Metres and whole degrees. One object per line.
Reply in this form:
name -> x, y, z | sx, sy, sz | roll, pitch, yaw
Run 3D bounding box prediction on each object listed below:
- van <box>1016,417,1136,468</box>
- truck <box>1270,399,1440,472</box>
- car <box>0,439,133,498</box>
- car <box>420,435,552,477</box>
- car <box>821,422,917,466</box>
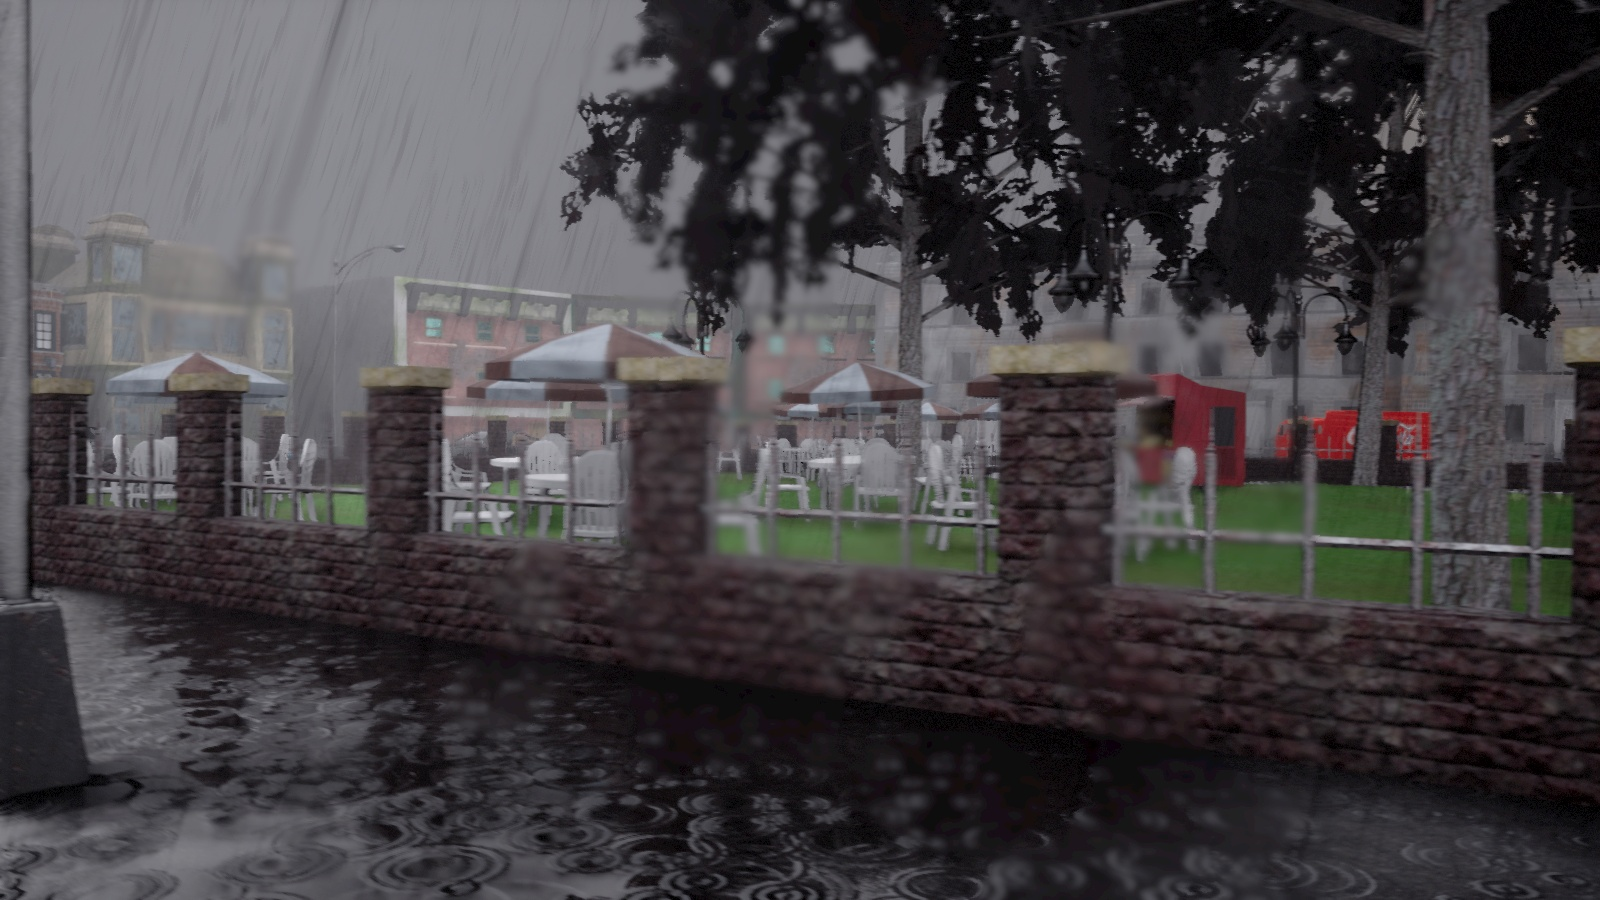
van -> 11.203, -0.315, 51.080 | 4.442, 1.987, 1.775 | 0, 1, 33
truck -> 19.987, -0.545, 45.259 | 5.204, 2.467, 2.627 | 1, 1, 33
car -> -20.690, 0.461, 34.573 | 1.845, 1.501, 3.633 | 0, 1, 34
car -> -11.891, 0.191, 47.867 | 1.837, 1.490, 4.892 | 0, 1, 34
car -> 3.076, -0.262, 55.927 | 3.866, 1.878, 1.905 | 0, 1, 23
